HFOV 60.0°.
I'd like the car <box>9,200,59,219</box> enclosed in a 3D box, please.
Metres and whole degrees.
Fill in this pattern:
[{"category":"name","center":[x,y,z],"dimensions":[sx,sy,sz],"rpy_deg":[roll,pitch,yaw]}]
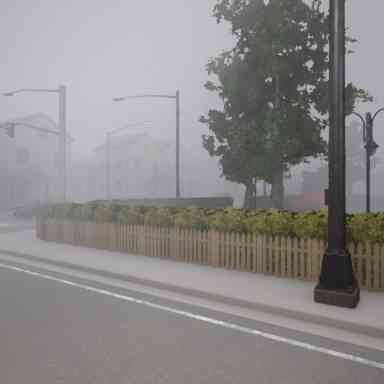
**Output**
[{"category":"car","center":[-13.428,1.491,29.345],"dimensions":[2.128,1.511,4.902],"rpy_deg":[0,0,35]}]

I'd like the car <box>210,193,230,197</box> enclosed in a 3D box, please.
[{"category":"car","center":[4.494,1.223,55.007],"dimensions":[2.150,2.045,5.566],"rpy_deg":[0,0,35]}]
